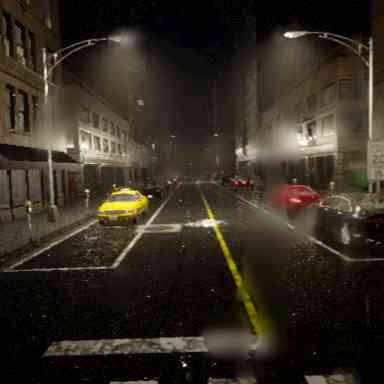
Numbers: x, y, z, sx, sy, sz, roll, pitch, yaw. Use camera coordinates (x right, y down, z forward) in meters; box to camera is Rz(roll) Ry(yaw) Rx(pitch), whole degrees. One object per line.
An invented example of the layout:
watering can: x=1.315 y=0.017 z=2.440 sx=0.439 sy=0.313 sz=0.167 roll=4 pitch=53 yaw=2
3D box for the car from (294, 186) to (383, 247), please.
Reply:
car: x=4.888 y=0.689 z=10.130 sx=2.008 sy=1.369 sz=4.403 roll=-2 pitch=4 yaw=0

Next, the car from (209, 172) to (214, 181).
car: x=4.726 y=-2.758 z=61.149 sx=1.947 sy=1.339 sz=4.313 roll=-2 pitch=4 yaw=0

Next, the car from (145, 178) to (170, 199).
car: x=-3.187 y=-0.199 z=27.126 sx=1.947 sy=1.339 sz=4.313 roll=-2 pitch=4 yaw=0

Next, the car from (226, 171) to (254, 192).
car: x=4.812 y=-0.959 z=32.798 sx=1.967 sy=1.590 sz=4.097 roll=-2 pitch=4 yaw=0

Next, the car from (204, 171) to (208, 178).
car: x=4.653 y=-4.327 z=83.823 sx=1.887 sy=1.381 sz=4.507 roll=-2 pitch=4 yaw=0

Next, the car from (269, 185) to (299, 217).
car: x=4.871 y=0.336 z=15.801 sx=1.802 sy=1.307 sz=4.206 roll=-2 pitch=4 yaw=0

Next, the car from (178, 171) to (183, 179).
car: x=-3.303 y=-2.759 z=61.118 sx=2.192 sy=1.841 sz=5.009 roll=-2 pitch=4 yaw=0

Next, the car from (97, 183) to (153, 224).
car: x=-3.152 y=0.540 z=15.618 sx=1.752 sy=1.417 sz=4.829 roll=-2 pitch=4 yaw=0

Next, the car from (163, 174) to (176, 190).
car: x=-3.224 y=-0.984 z=38.462 sx=2.008 sy=1.369 sz=4.403 roll=-2 pitch=4 yaw=0

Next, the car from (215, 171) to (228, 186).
car: x=4.772 y=-1.854 z=44.127 sx=2.192 sy=1.841 sz=5.009 roll=-2 pitch=4 yaw=0

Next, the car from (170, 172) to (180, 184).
car: x=-3.263 y=-1.864 z=49.790 sx=1.967 sy=1.590 sz=4.097 roll=-2 pitch=4 yaw=0

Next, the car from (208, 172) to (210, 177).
car: x=4.706 y=-3.195 z=66.985 sx=1.752 sy=1.417 sz=4.829 roll=-2 pitch=4 yaw=0
